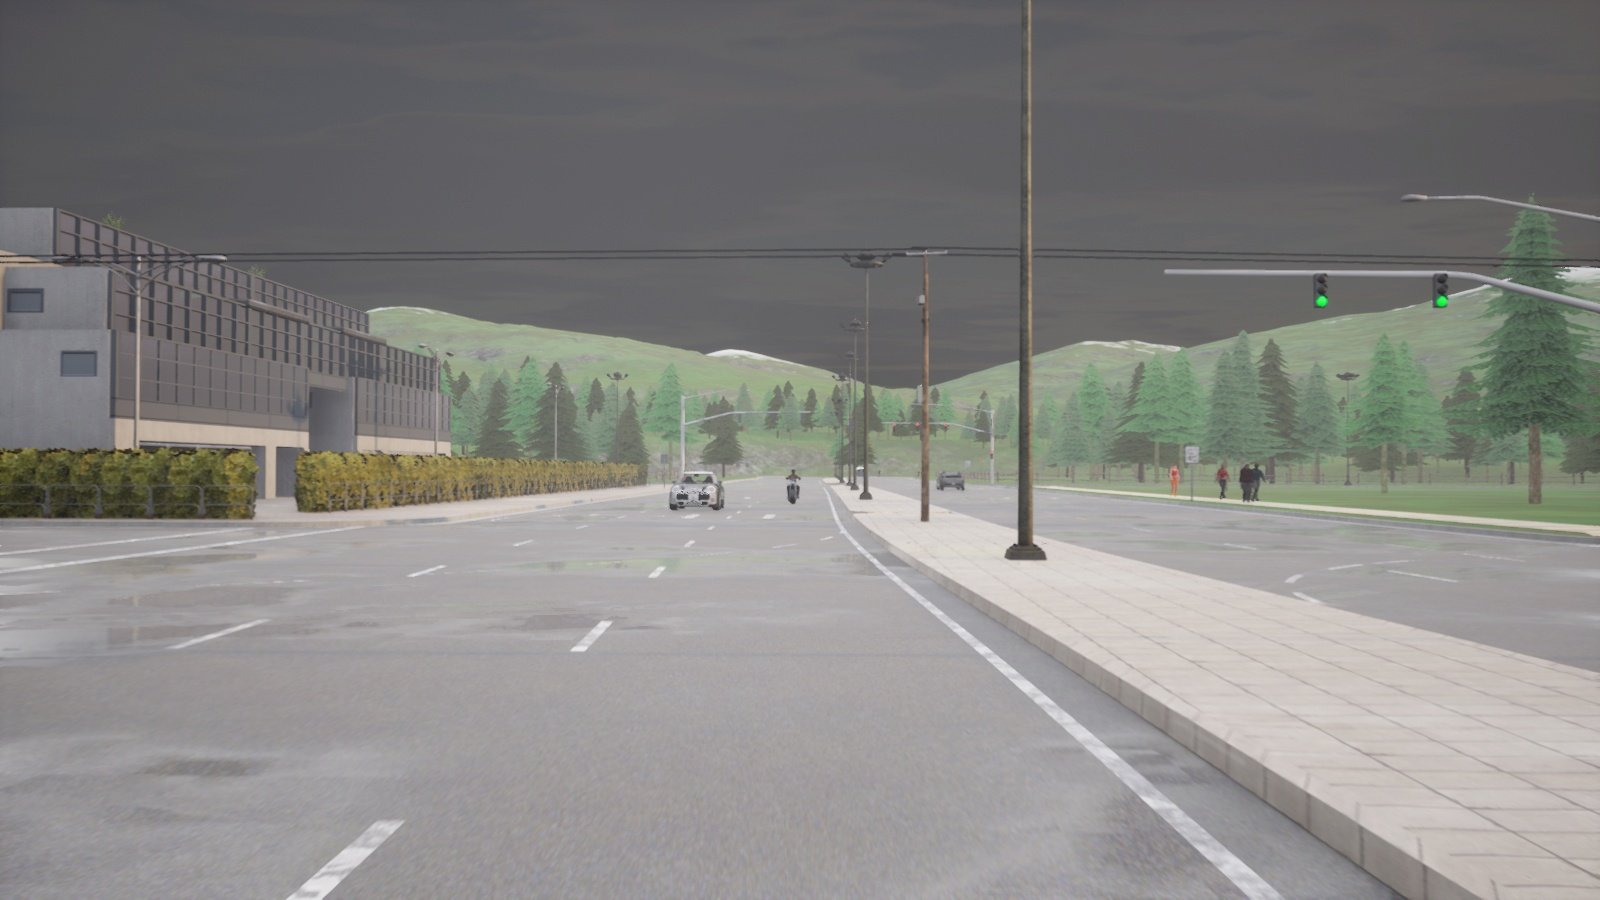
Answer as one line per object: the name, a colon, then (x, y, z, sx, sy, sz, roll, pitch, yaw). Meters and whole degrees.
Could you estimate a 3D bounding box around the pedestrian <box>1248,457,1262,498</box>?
pedestrian: (20.653, 1.261, 56.995, 0.370, 1.835, 0.726, 0, -1, 0)

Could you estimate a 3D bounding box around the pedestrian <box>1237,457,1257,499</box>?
pedestrian: (19.843, 1.246, 55.811, 0.634, 1.844, 0.899, 0, -1, 7)

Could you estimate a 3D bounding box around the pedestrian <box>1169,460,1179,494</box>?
pedestrian: (20.301, 1.438, 68.179, 0.345, 1.836, 0.594, 0, -1, 2)

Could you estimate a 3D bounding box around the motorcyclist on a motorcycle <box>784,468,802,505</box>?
motorcyclist on a motorcycle: (-0.314, 1.666, 57.531, 0.766, 1.649, 2.350, 0, -1, 1)

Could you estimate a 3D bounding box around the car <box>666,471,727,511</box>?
car: (-3.951, 1.556, 48.558, 1.970, 1.475, 3.806, 0, -1, 1)

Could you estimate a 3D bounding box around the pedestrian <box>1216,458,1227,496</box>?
pedestrian: (20.505, 1.325, 61.053, 0.331, 1.846, 0.636, 0, -1, 2)
